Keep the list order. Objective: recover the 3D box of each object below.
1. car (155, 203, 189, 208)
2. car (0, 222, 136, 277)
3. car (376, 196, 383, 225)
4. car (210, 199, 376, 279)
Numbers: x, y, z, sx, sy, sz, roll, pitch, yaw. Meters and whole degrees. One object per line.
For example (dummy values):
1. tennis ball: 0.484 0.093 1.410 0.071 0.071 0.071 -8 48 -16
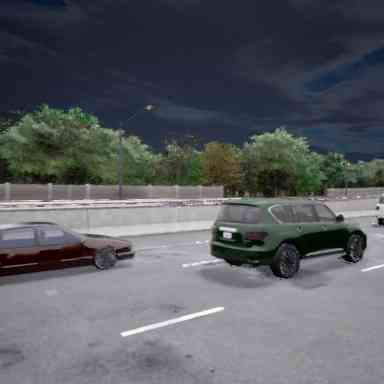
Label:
1. car: -1.618 1.551 24.300 5.357 1.411 2.033 0 0 -35
2. car: -4.336 1.548 9.252 5.357 1.411 2.033 0 0 -35
3. car: 14.814 1.226 22.907 5.566 2.045 2.150 0 0 -36
4. car: 3.111 1.223 10.263 5.566 2.045 2.150 0 0 -35
